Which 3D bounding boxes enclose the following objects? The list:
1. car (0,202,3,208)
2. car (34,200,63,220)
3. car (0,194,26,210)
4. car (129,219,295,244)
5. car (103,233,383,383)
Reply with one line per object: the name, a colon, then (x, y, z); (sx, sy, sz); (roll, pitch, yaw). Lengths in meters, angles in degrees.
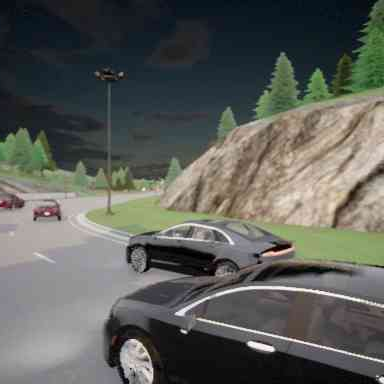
car: (-11.671, 1.429, 18.285); (1.895, 1.301, 4.718); (0, 0, -28)
car: (-10.971, 1.325, 25.455); (1.812, 1.442, 4.674); (0, 0, -20)
car: (-20.162, 1.030, 36.739); (2.097, 1.767, 4.553); (0, 0, -7)
car: (0.274, 1.452, 8.635); (4.902, 1.511, 2.128); (1, 0, 41)
car: (1.124, 1.496, 3.456); (4.892, 1.490, 1.837); (0, 1, 36)
